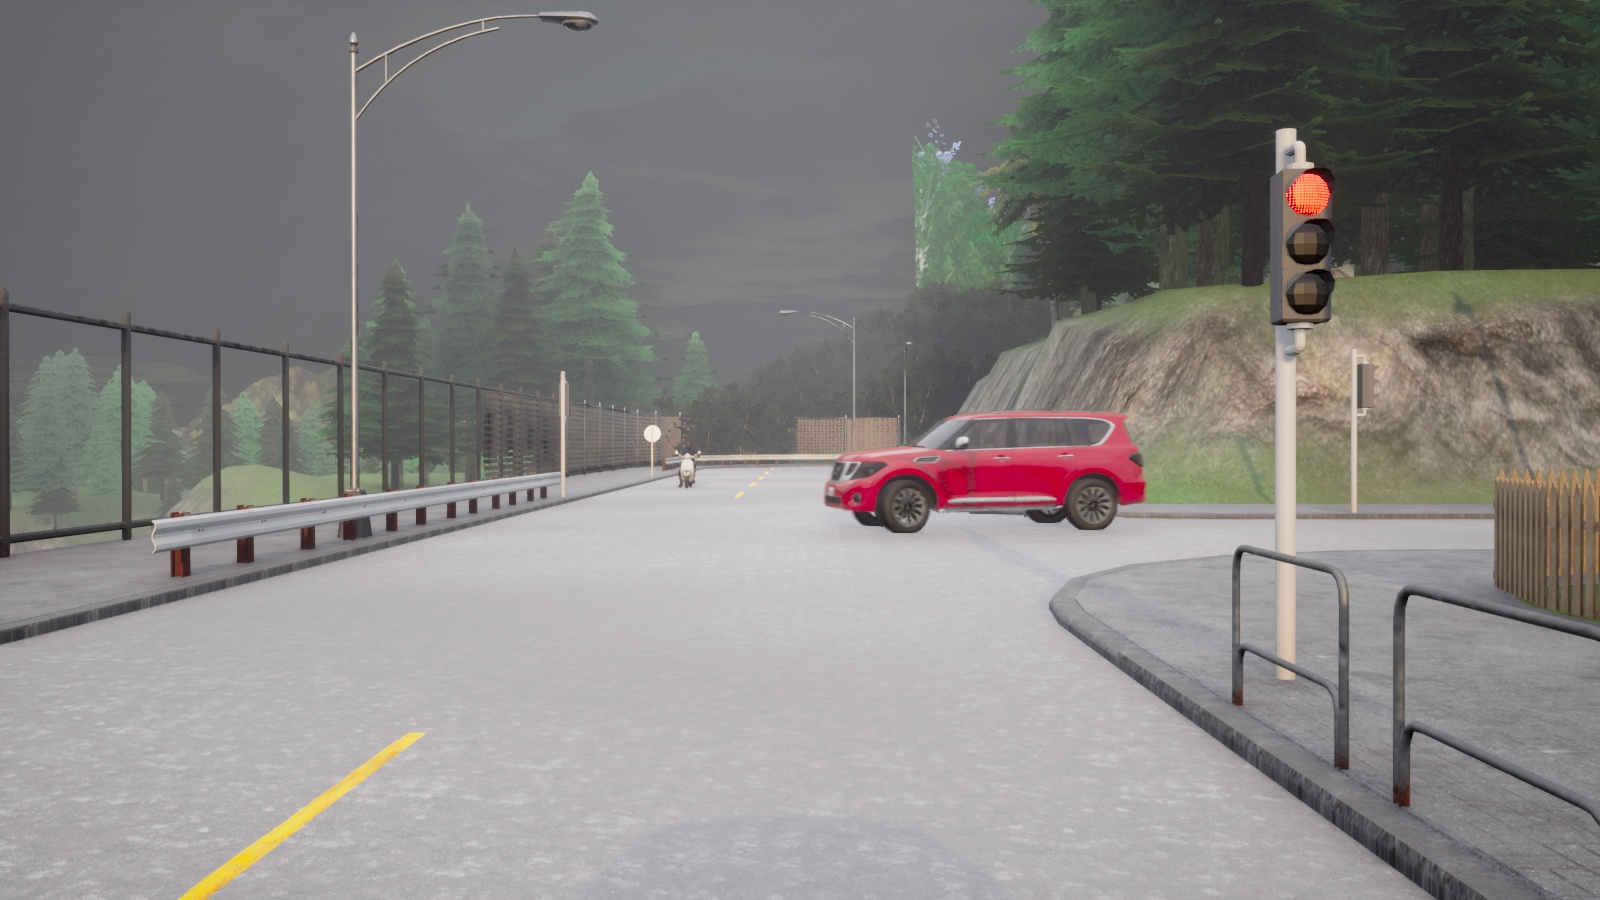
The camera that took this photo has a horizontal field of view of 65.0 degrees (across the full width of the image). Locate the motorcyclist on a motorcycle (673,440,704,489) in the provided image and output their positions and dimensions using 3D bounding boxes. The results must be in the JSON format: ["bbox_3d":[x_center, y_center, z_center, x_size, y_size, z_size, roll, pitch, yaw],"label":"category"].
[{"bbox_3d":[-3.707,0.461,41.817,0.866,1.590,1.817,0,0,0],"label":"motorcyclist on a motorcycle"}]

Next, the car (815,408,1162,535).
[{"bbox_3d":[3.216,0.345,21.819,5.566,2.045,2.150,0,0,-12],"label":"car"}]
